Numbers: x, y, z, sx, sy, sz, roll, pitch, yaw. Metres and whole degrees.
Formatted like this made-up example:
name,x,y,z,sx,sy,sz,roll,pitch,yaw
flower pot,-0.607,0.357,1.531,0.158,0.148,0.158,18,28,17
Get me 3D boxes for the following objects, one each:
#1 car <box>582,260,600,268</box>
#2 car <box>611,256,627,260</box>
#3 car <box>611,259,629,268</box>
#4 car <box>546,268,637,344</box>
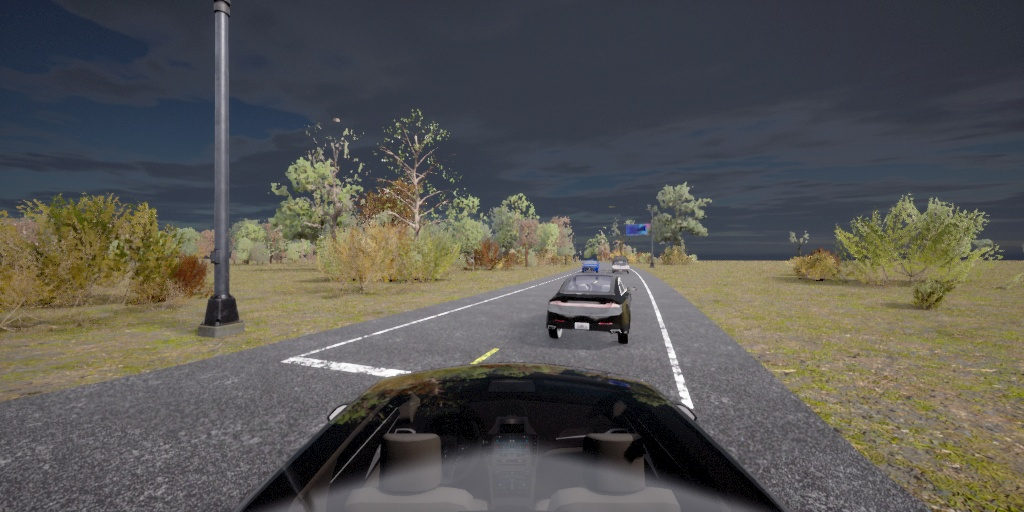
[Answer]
name,x,y,z,sx,sy,sz,roll,pitch,yaw
car,9.776,1.244,44.305,1.882,1.535,5.008,0,0,16
car,15.084,1.002,50.100,2.150,2.045,5.566,0,0,16
car,12.903,1.365,42.472,1.895,1.301,4.718,0,0,18
car,2.263,1.242,9.741,2.128,1.511,4.902,0,0,20
